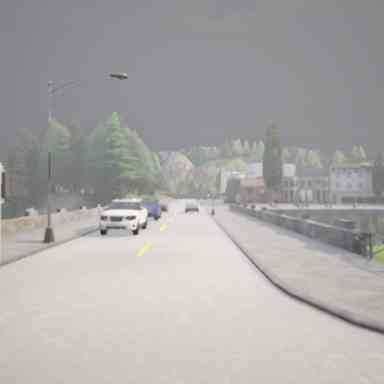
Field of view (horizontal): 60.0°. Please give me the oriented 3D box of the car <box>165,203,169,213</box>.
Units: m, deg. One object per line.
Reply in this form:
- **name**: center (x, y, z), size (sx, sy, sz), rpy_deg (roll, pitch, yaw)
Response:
- **car**: center (-4.075, 2.068, 43.540), size (1.895, 1.301, 4.718), rpy_deg (0, -1, 0)

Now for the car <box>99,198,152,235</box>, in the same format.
- **car**: center (-4.092, 1.445, 20.724), size (2.150, 2.045, 5.566), rpy_deg (0, -1, 0)

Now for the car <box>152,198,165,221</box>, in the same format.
- **car**: center (-4.089, 1.555, 31.236), size (2.150, 2.045, 5.566), rpy_deg (0, 0, 0)

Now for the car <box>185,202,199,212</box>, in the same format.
- **car**: center (0.036, 2.097, 46.185), size (1.895, 1.301, 4.718), rpy_deg (0, -1, 1)
